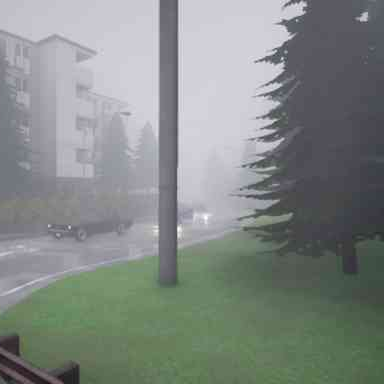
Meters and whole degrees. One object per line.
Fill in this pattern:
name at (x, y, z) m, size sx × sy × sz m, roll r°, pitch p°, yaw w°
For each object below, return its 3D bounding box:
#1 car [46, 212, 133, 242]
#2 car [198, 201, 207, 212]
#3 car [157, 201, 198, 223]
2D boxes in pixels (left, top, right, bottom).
car at (-5.365, 1.754, 17.920) m, size 1.895 × 1.301 × 4.718 m, roll 0°, pitch 0°, yaw 29°
car at (0.803, 1.741, 40.491) m, size 1.895 × 1.301 × 4.718 m, roll 0°, pitch 0°, yaw -2°
car at (-1.264, 1.628, 27.278) m, size 1.882 × 1.535 × 5.008 m, roll 0°, pitch 0°, yaw 16°
